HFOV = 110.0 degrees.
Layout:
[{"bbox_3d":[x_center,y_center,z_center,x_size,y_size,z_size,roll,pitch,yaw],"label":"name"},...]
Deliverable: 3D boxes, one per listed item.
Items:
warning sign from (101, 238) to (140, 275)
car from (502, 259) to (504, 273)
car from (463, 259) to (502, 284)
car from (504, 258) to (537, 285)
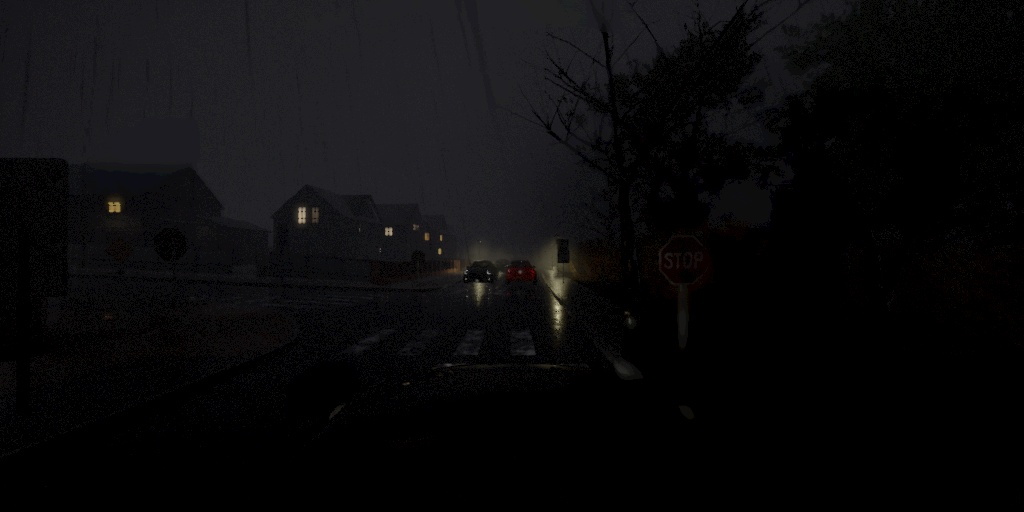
[{"bbox_3d":[-19.888,0.003,18.207,1.060,1.860,1.300,0,0,0],"label":"warning sign"},{"bbox_3d":[-1.113,1.194,43.211,2.097,1.767,4.553,0,0,5],"label":"car"},{"bbox_3d":[-2.231,1.121,26.701,2.097,1.767,4.553,0,0,4],"label":"car"},{"bbox_3d":[0.753,1.120,26.830,2.097,1.767,4.553,0,0,3],"label":"car"}]
